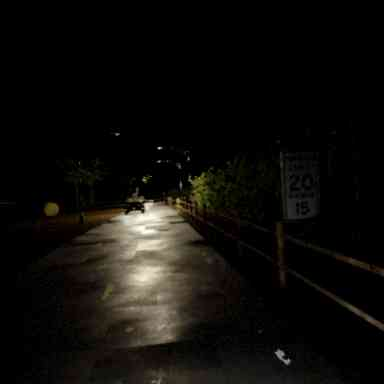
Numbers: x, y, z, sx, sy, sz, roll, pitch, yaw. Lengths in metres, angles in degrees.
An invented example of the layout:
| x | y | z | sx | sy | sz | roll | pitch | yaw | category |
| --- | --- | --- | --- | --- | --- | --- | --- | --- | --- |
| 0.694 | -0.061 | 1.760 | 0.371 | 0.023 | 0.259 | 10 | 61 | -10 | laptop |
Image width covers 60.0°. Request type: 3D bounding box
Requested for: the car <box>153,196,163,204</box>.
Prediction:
| x | y | z | sx | sy | sz | roll | pitch | yaw | category |
| --- | --- | --- | --- | --- | --- | --- | --- | --- | --- |
| -8.124 | 1.805 | 79.290 | 2.097 | 1.767 | 4.553 | -3 | 0 | -6 | car |

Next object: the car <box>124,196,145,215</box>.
| x | y | z | sx | sy | sz | roll | pitch | yaw | category |
| --- | --- | --- | --- | --- | --- | --- | --- | --- | --- |
| -6.710 | 1.504 | 39.449 | 2.150 | 2.045 | 5.566 | -3 | 0 | -6 | car |
